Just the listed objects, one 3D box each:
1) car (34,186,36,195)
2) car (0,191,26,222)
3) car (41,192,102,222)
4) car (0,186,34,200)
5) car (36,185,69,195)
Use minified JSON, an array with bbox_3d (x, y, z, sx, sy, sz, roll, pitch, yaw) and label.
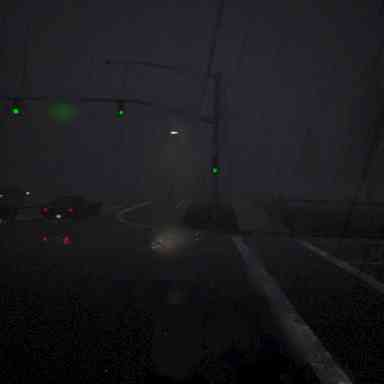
[{"bbox_3d":[-21.033,-0.115,43.622,1.895,1.301,4.718,1,2,2],"label":"car"},{"bbox_3d":[-10.367,0.868,15.675,2.033,1.411,5.357,1,2,2],"label":"car"},{"bbox_3d":[-6.747,0.886,19.235,1.895,1.301,4.718,1,2,2],"label":"car"},{"bbox_3d":[-17.967,0.174,32.634,1.837,1.490,4.892,1,2,2],"label":"car"},{"bbox_3d":[-17.553,-0.137,42.922,2.128,1.511,4.902,1,2,2],"label":"car"}]
